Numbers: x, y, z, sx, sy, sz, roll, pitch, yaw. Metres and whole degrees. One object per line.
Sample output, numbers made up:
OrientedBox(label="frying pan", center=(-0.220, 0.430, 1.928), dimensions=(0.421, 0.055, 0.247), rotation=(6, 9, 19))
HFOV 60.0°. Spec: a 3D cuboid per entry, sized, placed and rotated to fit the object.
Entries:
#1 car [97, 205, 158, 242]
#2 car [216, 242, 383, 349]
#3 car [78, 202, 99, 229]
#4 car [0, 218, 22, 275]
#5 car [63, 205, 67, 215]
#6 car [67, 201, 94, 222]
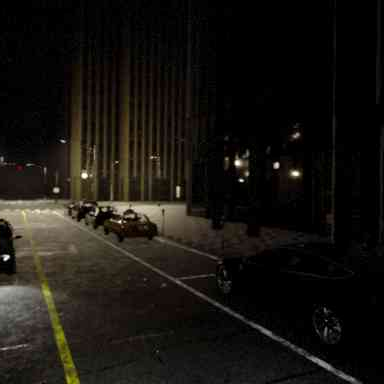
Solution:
OrientedBox(label="car", center=(-3.178, 1.543, 16.495), dimensions=(1.752, 1.417, 4.829), rotation=(1, 0, -28))
OrientedBox(label="car", center=(2.148, 1.611, 6.357), dimensions=(1.947, 1.339, 4.313), rotation=(1, 0, -28))
OrientedBox(label="car", center=(-5.723, 1.554, 21.338), dimensions=(2.008, 1.369, 4.403), rotation=(1, 0, -28))
OrientedBox(label="car", center=(-6.323, 1.510, 10.097), dimensions=(2.033, 1.411, 5.357), rotation=(1, 0, -28))
OrientedBox(label="car", center=(-10.971, 1.522, 31.325), dimensions=(2.008, 1.369, 4.403), rotation=(1, 0, -28))
OrientedBox(label="car", center=(-8.346, 1.427, 26.332), dimensions=(1.967, 1.590, 4.097), rotation=(1, 0, -28))
